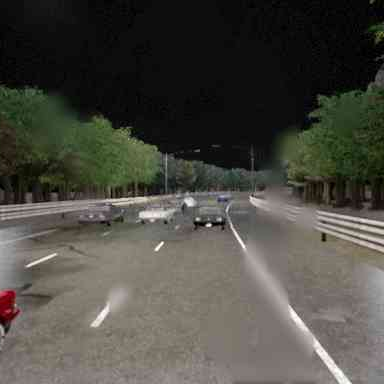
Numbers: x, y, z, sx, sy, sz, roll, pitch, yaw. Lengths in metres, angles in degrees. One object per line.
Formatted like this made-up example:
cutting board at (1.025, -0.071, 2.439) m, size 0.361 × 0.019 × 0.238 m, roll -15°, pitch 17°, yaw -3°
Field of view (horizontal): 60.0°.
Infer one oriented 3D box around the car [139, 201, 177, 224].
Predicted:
car at (-2.485, 1.597, 24.403) m, size 1.895 × 1.301 × 4.718 m, roll 0°, pitch 0°, yaw 4°

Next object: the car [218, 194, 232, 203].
car at (6.139, 1.320, 64.913) m, size 1.882 × 1.535 × 5.008 m, roll 0°, pitch 1°, yaw 11°

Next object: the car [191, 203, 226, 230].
car at (1.190, 1.602, 21.257) m, size 1.895 × 1.301 × 4.718 m, roll 0°, pitch 0°, yaw 6°

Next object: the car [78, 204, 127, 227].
car at (-5.978, 1.546, 22.842) m, size 2.033 × 1.411 × 5.357 m, roll 0°, pitch 0°, yaw 4°

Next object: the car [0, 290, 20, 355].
car at (-3.466, 1.608, 2.711) m, size 1.895 × 1.301 × 4.718 m, roll 0°, pitch 0°, yaw 1°

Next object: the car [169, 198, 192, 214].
car at (-1.562, 1.473, 35.192) m, size 2.128 × 1.511 × 4.902 m, roll 0°, pitch 0°, yaw 6°

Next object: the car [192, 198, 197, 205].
car at (-0.347, 1.492, 45.982) m, size 1.812 × 1.442 × 4.674 m, roll 0°, pitch 0°, yaw 7°
